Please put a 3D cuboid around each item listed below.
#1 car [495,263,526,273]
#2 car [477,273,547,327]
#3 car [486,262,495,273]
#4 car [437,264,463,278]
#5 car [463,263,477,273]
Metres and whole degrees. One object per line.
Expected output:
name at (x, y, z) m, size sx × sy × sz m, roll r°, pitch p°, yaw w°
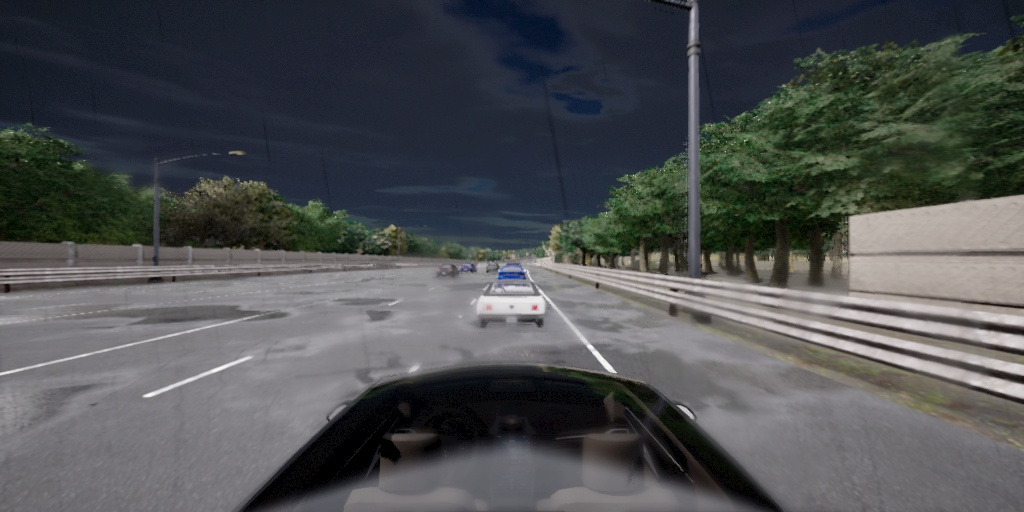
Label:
car at (0.001, 1.392, 25.694) m, size 1.882 × 1.535 × 5.008 m, roll 0°, pitch 0°, yaw 0°
car at (0.001, 1.410, 11.718) m, size 1.895 × 1.301 × 4.718 m, roll 0°, pitch 0°, yaw 0°
car at (-2.749, 1.703, 53.150) m, size 2.128 × 1.511 × 4.902 m, roll 0°, pitch -1°, yaw 2°
car at (-6.745, 1.582, 38.127) m, size 1.812 × 1.442 × 4.674 m, roll 0°, pitch -1°, yaw 1°
car at (-6.285, 1.743, 52.178) m, size 1.812 × 1.442 × 4.674 m, roll 0°, pitch -1°, yaw 4°
